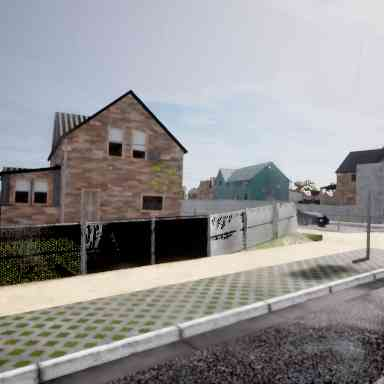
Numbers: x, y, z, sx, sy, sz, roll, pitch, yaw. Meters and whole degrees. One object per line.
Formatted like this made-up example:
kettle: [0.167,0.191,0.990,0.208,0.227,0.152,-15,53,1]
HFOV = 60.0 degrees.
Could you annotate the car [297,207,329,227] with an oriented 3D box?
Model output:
car: [7.571,1.724,23.602,1.994,1.385,4.181,3,-2,-28]
